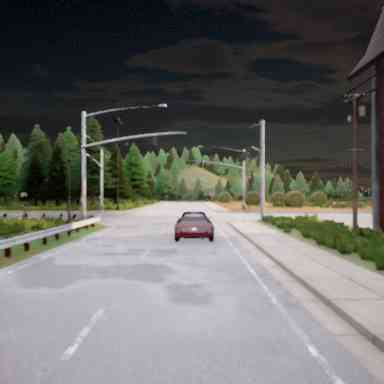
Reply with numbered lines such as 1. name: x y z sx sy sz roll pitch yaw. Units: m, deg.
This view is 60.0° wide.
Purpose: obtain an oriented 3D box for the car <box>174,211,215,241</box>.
1. car: 0.110 1.683 17.284 1.994 1.385 4.181 0 0 0
